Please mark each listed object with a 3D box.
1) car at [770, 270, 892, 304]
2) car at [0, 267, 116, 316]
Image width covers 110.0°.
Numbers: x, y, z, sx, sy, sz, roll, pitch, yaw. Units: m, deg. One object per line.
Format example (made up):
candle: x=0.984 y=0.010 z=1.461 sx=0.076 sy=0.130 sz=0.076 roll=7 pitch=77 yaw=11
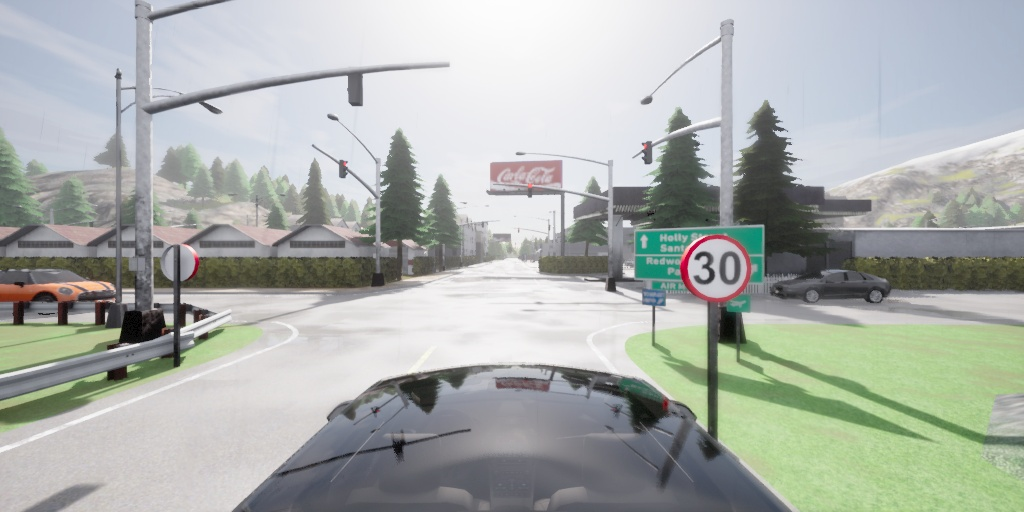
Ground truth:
car: x=15.208 y=1.444 z=17.262 sx=4.892 sy=1.490 sz=1.837 roll=-1 pitch=0 yaw=1
car: x=-18.302 y=1.295 z=14.027 sx=4.553 sy=1.767 sz=2.097 roll=0 pitch=0 yaw=1
